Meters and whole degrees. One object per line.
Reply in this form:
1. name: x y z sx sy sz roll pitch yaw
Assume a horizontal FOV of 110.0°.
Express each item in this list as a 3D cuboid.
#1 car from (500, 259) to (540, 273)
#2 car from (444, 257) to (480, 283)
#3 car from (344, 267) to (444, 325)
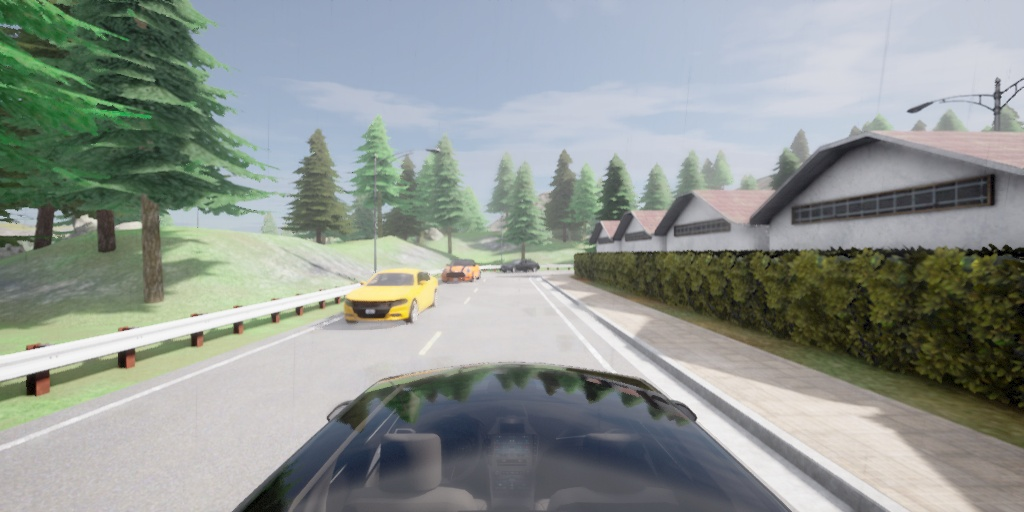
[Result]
1. car: 0.927 1.052 38.325 4.674 1.442 1.812 0 0 -38
2. car: -3.591 0.964 25.742 2.097 1.767 4.553 0 0 3
3. car: -3.723 1.169 11.850 1.882 1.535 5.008 0 0 -1
